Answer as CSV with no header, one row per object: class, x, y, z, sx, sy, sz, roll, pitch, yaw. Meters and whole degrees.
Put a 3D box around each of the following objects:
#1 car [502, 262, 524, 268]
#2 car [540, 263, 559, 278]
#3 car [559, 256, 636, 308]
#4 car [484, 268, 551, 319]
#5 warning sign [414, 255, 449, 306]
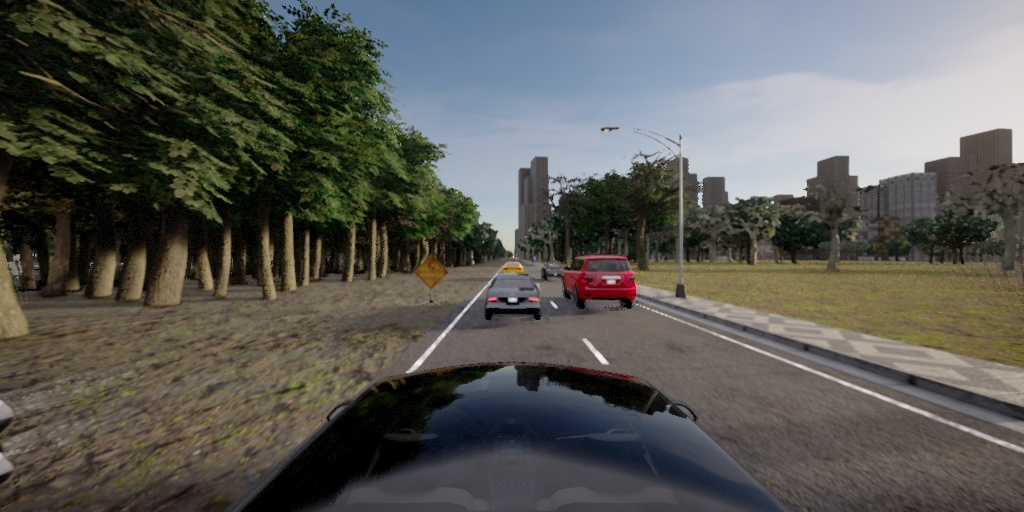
car,0.076,1.306,33.473,1.882,1.535,5.008,0,0,0
car,3.568,1.317,31.715,2.128,1.511,4.902,0,0,0
car,3.563,1.007,15.485,2.150,2.045,5.566,0,0,0
car,0.045,1.325,12.915,2.033,1.411,5.357,0,0,1
warning sign,-3.052,0.894,13.575,1.300,1.860,1.060,0,0,0
